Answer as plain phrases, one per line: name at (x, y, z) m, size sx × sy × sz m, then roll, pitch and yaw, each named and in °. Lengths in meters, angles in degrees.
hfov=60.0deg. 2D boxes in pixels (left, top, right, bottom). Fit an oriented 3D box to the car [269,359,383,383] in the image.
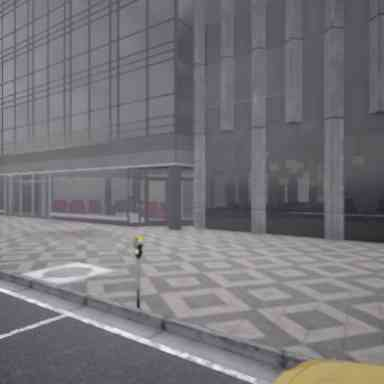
car at (2.444, 1.529, 1.340) m, size 4.829 × 1.417 × 1.752 m, roll 0°, pitch 0°, yaw 35°
